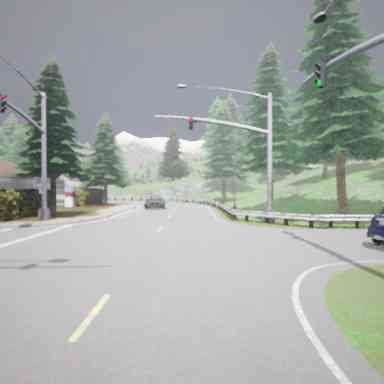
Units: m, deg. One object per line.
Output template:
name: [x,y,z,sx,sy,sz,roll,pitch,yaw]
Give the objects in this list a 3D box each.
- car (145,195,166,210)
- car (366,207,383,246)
car: [-3.707,1.052,34.111,1.994,1.385,4.181,0,1,-2]
car: [8.938,1.132,11.987,4.553,1.767,2.097,0,1,0]
